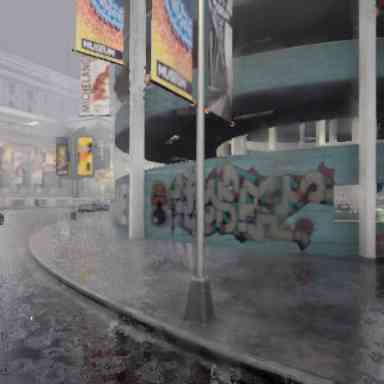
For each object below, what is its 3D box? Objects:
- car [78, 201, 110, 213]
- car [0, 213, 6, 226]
[{"bbox_3d":[-11.509,1.756,39.475,1.994,1.385,4.181,0,0,20],"label":"car"},{"bbox_3d":[-13.266,1.588,20.762,1.812,1.442,4.674,0,0,-12],"label":"car"}]
